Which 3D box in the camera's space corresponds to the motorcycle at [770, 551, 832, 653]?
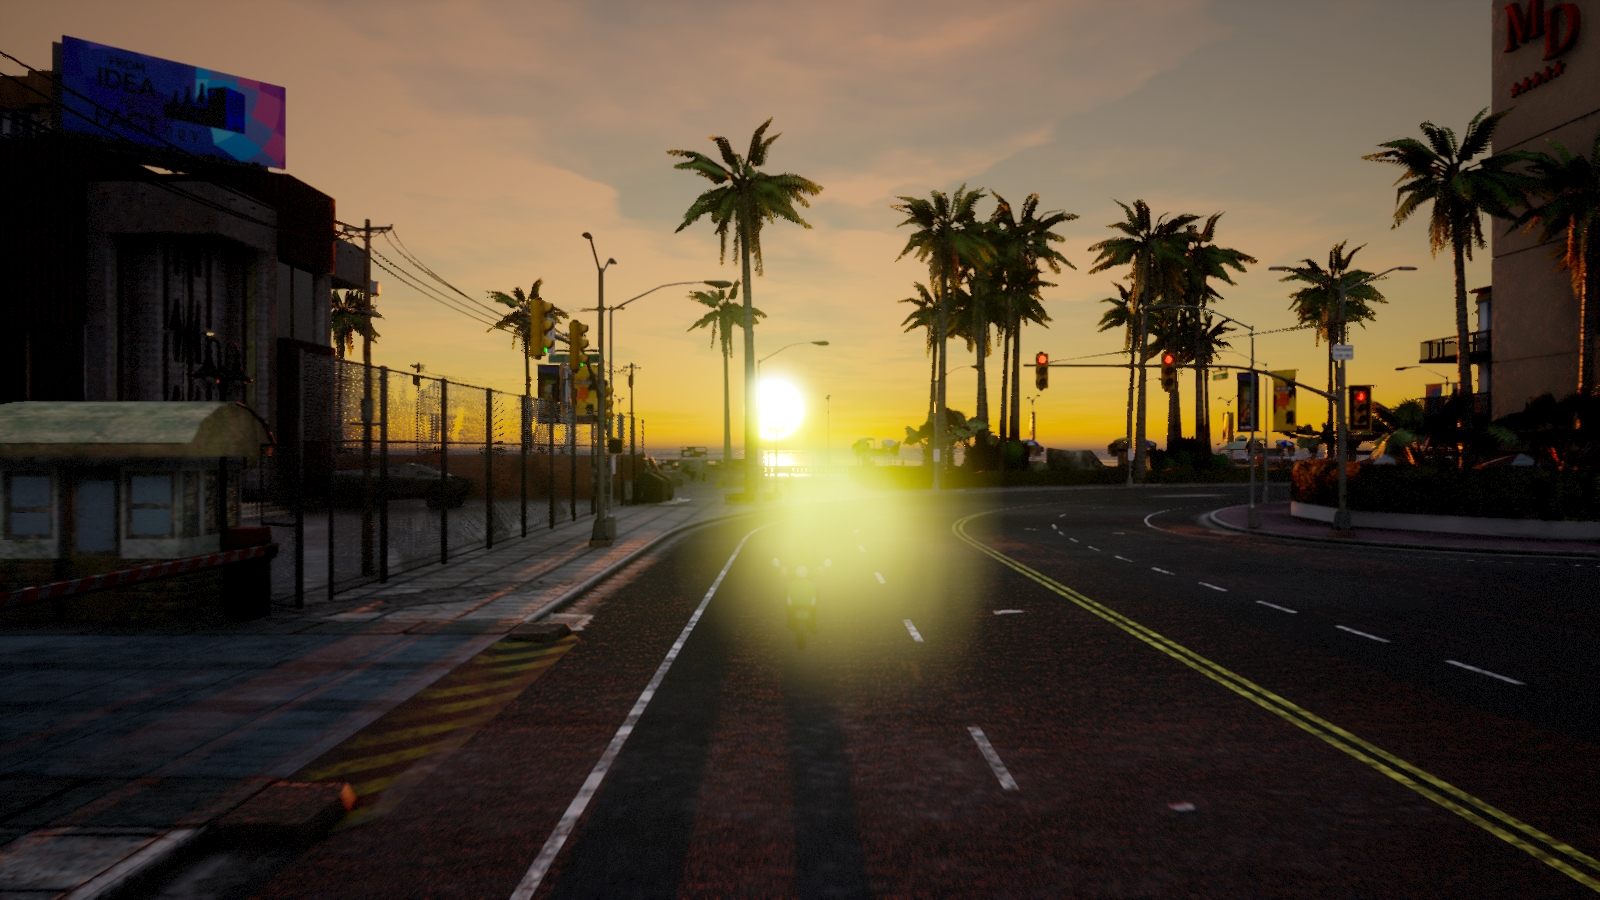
[{"bbox_3d":[0.021,2.182,16.700,0.856,1.236,1.805,0,0,0],"label":"motorcycle"}]
